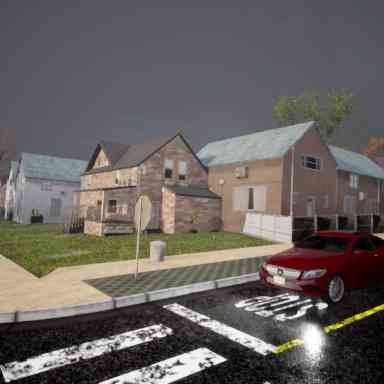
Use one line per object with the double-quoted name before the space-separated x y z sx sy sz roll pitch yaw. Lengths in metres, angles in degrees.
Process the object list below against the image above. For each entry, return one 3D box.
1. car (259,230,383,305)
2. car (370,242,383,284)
"car" 3.831 1.763 8.780 4.674 1.442 1.812 2 -2 -36
"car" 6.011 1.737 6.818 5.357 1.411 2.033 2 -2 -37
